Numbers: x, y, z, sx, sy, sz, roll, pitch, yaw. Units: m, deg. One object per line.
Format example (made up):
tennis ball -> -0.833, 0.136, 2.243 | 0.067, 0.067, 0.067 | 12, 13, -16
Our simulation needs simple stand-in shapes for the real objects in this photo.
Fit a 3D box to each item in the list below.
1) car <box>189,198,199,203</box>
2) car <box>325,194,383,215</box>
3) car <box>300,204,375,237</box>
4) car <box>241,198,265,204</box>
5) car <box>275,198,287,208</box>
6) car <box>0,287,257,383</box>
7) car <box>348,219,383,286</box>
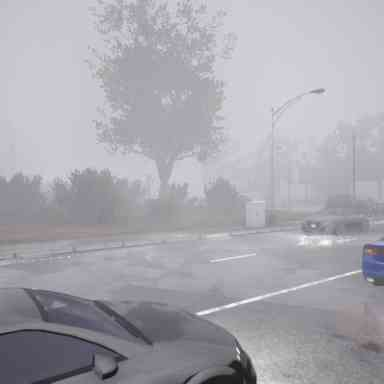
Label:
car -> 1.516, 1.530, 62.938 | 1.895, 1.301, 4.718 | 0, 0, -34
car -> 16.139, 1.225, 33.493 | 2.150, 2.045, 5.566 | 0, 0, -29
car -> 7.856, 1.566, 18.249 | 4.181, 1.385, 1.994 | 0, 0, -36
car -> 8.545, 1.522, 45.915 | 1.812, 1.442, 4.674 | 0, 0, -33
car -> 11.426, 1.522, 47.901 | 1.812, 1.442, 4.674 | 0, 0, -33
car -> -1.424, 1.564, 2.732 | 4.181, 1.385, 1.994 | 0, 0, -36
car -> 6.158, 1.479, 8.177 | 5.008, 1.535, 1.882 | 0, 0, -36
